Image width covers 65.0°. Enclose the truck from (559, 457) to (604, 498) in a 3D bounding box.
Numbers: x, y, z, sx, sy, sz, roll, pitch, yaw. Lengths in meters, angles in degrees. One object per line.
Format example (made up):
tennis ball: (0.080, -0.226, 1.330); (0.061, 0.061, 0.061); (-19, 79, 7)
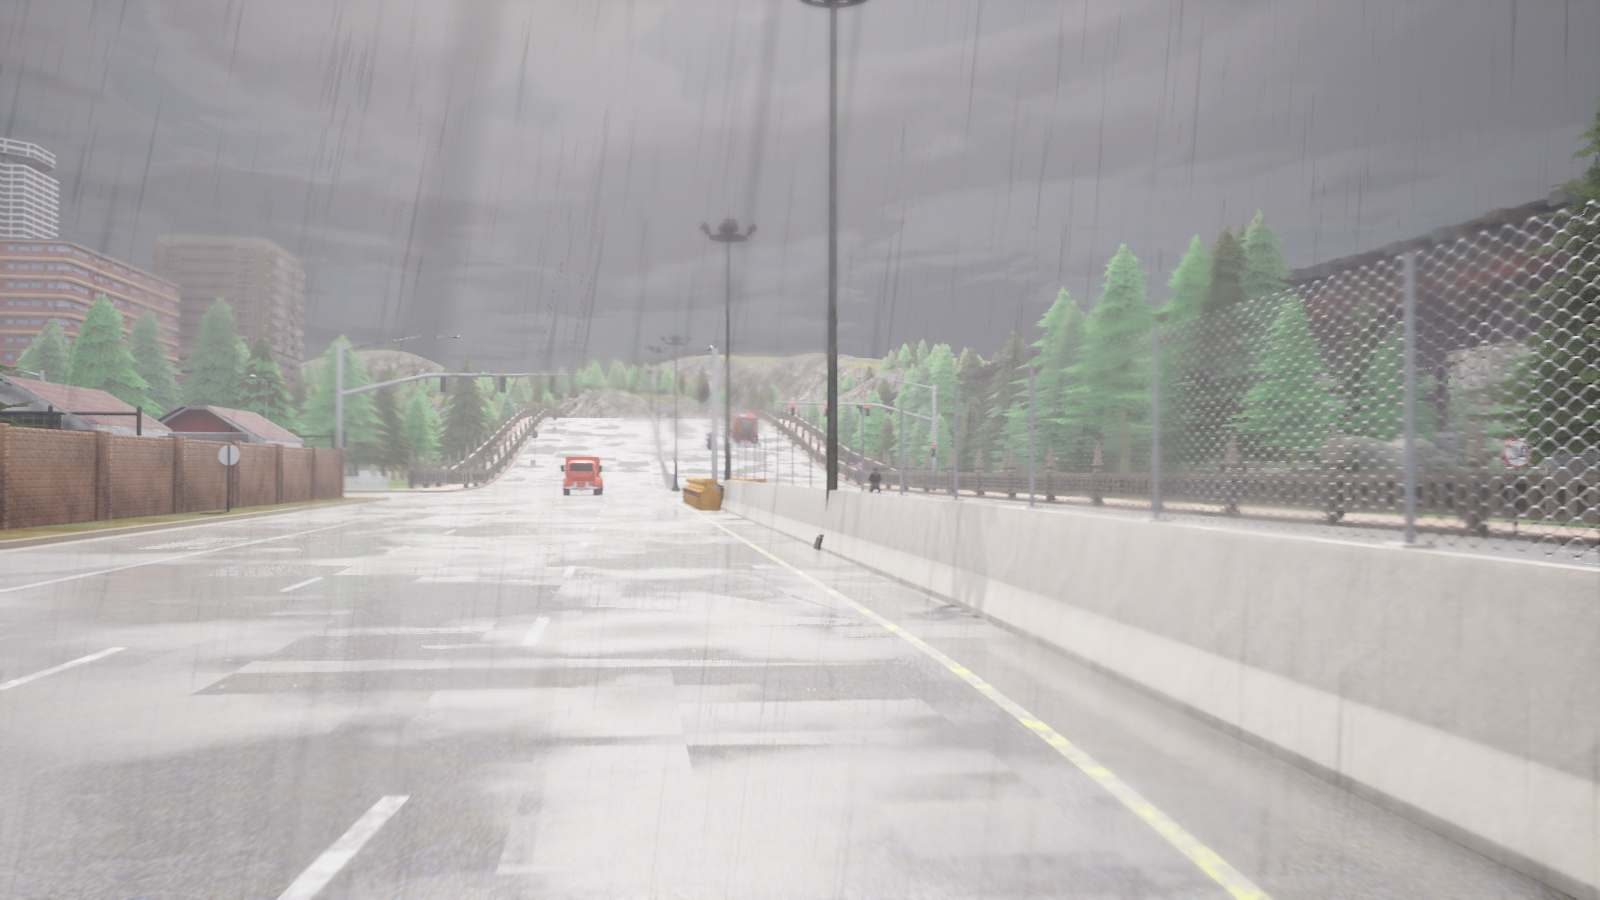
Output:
truck: (-13.709, 1.714, 79.039); (2.627, 2.467, 5.204); (0, -1, -8)
